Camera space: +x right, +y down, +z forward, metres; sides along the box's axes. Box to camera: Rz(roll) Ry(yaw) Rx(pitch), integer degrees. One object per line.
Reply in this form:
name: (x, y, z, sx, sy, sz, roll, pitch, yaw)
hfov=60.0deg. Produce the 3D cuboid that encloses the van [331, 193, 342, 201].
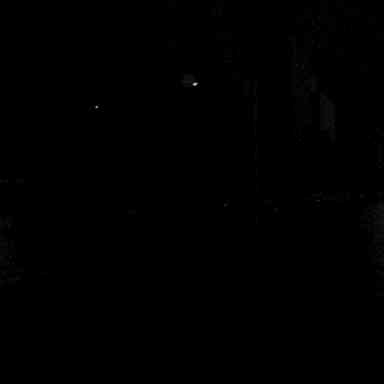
van: (35.992, 1.185, 82.651, 1.690, 1.788, 3.998, -1, 0, 35)

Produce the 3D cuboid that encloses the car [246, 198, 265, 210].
car: (7.057, 1.494, 40.951, 1.802, 1.307, 4.206, 0, 0, 35)

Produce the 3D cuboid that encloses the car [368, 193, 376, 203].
car: (33.346, 1.099, 63.883, 2.192, 1.841, 5.009, 0, 0, 35)

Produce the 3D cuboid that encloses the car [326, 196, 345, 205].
car: (23.285, 1.353, 53.893, 1.812, 1.442, 4.674, -1, 0, 35)

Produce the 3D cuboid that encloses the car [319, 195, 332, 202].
car: (29.564, 1.426, 73.382, 1.802, 1.307, 4.206, 0, 0, 35)

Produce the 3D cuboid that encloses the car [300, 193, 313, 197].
car: (19.918, 1.415, 59.484, 1.887, 1.381, 4.507, 0, 0, 35)

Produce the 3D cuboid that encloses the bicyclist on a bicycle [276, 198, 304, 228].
bicyclist on a bicycle: (5.360, 1.177, 18.359, 1.656, 1.620, 0.582, -1, 0, 35)

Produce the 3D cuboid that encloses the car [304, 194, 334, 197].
car: (17.421, 1.336, 45.441, 2.128, 1.511, 4.902, -1, 0, 35)

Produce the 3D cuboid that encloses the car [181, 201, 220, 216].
car: (0.627, 1.524, 31.685, 1.802, 1.307, 4.206, 0, 0, 35)

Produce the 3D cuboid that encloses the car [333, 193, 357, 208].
car: (20.486, 1.136, 45.352, 2.192, 1.841, 5.009, 0, 0, 35)

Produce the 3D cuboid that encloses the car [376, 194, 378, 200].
car: (36.658, 1.301, 68.653, 1.752, 1.417, 4.829, -1, 0, 35)

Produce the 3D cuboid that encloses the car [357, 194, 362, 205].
car: (23.701, 1.377, 49.984, 1.947, 1.339, 4.313, 0, 0, 35)

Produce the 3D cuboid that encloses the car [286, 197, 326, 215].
car: (10.842, 1.424, 31.453, 1.947, 1.339, 4.313, 0, 0, 35)

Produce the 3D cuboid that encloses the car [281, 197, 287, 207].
car: (13.487, 1.455, 50.218, 1.947, 1.339, 4.313, 0, 0, 35)

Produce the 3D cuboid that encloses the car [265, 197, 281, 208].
car: (10.175, 1.426, 45.444, 1.752, 1.417, 4.829, 0, 0, 35)

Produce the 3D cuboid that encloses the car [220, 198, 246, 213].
car: (3.840, 1.366, 36.318, 1.967, 1.590, 4.097, 0, 0, 35)

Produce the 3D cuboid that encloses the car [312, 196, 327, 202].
car: (26.349, 1.418, 68.751, 1.947, 1.339, 4.313, 0, 0, 35)

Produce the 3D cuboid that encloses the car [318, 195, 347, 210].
car: (17.272, 1.377, 40.719, 1.887, 1.381, 4.507, 0, 0, 35)

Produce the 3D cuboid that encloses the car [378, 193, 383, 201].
car: (42.990, 1.357, 77.779, 1.802, 1.307, 4.206, -1, 0, 35)

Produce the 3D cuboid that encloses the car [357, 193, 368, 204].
car: (26.915, 1.117, 54.617, 2.192, 1.841, 5.009, 0, 0, 35)
